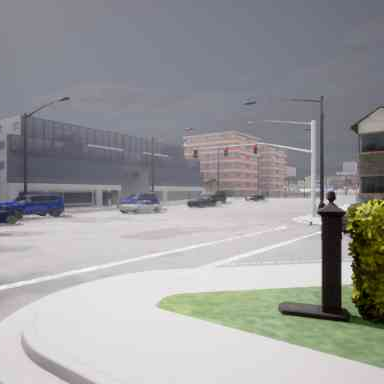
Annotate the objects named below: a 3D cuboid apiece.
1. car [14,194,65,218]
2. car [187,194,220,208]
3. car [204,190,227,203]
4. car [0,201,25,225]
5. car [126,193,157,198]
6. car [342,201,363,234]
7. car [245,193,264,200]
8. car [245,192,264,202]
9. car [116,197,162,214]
[{"bbox_3d":[-13.568,1.203,28.155,2.150,2.045,5.566,0,0,35],"label":"car"},{"bbox_3d":[1.321,1.365,43.296,1.895,1.301,4.718,0,1,35],"label":"car"},{"bbox_3d":[3.382,0.771,52.308,2.150,2.045,5.566,0,1,37],"label":"car"},{"bbox_3d":[-13.730,1.561,21.809,1.994,1.385,4.181,0,0,35],"label":"car"},{"bbox_3d":[-6.187,1.126,38.684,2.150,2.045,5.566,0,1,35],"label":"car"},{"bbox_3d":[10.116,1.352,17.227,4.553,1.767,2.097,0,0,-9],"label":"car"},{"bbox_3d":[12.265,0.809,64.907,1.895,1.301,4.718,0,1,36],"label":"car"},{"bbox_3d":[10.695,0.830,56.652,2.128,1.511,4.902,0,1,35],"label":"car"},{"bbox_3d":[-5.241,1.529,33.929,1.895,1.301,4.718,0,0,35],"label":"car"}]
